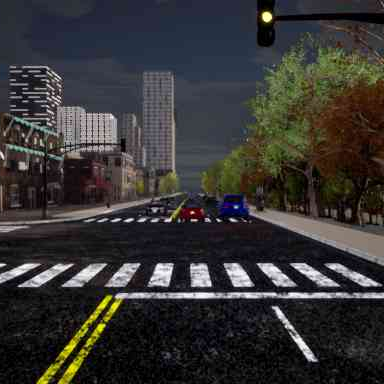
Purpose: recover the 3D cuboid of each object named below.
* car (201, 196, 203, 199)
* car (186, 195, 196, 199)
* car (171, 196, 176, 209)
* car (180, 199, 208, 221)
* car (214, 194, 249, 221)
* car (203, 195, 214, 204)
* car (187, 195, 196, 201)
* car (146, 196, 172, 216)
[{"bbox_3d":[3.077,1.470,74.441,1.837,1.490,4.892,0,0,0],"label":"car"},{"bbox_3d":[-0.154,1.523,63.780,2.033,1.411,5.357,0,0,0],"label":"car"},{"bbox_3d":[-3.440,1.490,43.041,1.837,1.490,4.892,0,0,0],"label":"car"},{"bbox_3d":[0.035,1.556,27.501,1.994,1.385,4.181,0,0,0],"label":"car"},{"bbox_3d":[3.286,1.213,27.401,2.150,2.045,5.566,0,0,0],"label":"car"},{"bbox_3d":[3.221,1.457,54.952,1.882,1.535,5.008,0,0,0],"label":"car"},{"bbox_3d":[-0.178,1.354,74.200,1.994,1.385,4.181,0,0,0],"label":"car"},{"bbox_3d":[-3.422,1.481,32.991,2.128,1.511,4.902,0,0,0],"label":"car"}]
